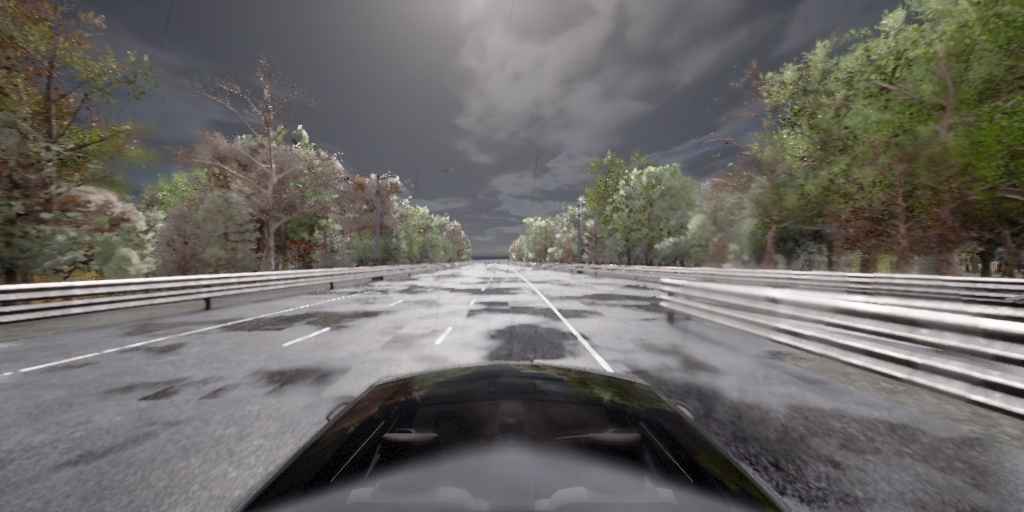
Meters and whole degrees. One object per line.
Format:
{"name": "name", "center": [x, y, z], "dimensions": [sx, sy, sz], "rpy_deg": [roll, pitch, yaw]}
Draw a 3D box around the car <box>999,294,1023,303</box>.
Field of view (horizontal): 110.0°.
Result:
{"name": "car", "center": [12.255, 1.398, 7.541], "dimensions": [2.033, 1.411, 5.357], "rpy_deg": [0, -1, -12]}
